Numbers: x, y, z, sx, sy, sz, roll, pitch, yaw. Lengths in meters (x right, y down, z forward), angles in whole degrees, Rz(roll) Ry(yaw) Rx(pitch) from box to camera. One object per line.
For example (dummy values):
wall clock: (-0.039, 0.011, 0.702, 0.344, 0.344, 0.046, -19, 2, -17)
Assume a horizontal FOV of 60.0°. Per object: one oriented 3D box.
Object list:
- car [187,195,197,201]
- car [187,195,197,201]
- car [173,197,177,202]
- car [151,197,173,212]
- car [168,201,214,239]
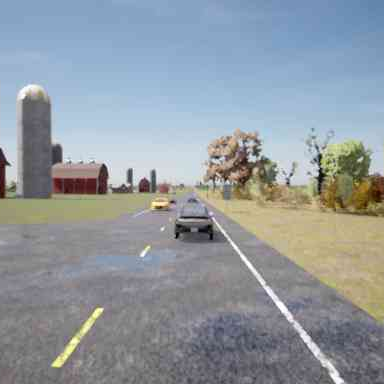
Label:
car: (0.008, 1.324, 74.835, 2.033, 1.411, 5.357, 0, 0, 0)
car: (0.007, 1.442, 64.835, 1.812, 1.442, 4.674, 0, 0, 0)
car: (-3.544, 1.530, 55.974, 1.895, 1.301, 4.718, 0, 0, 1)
car: (-3.590, 1.430, 38.500, 1.882, 1.535, 5.008, 0, 0, 0)
car: (0.112, 1.460, 17.088, 2.128, 1.511, 4.902, 1, 0, 0)
